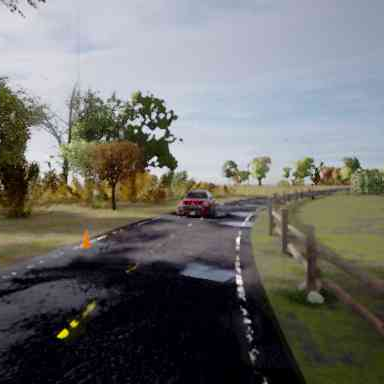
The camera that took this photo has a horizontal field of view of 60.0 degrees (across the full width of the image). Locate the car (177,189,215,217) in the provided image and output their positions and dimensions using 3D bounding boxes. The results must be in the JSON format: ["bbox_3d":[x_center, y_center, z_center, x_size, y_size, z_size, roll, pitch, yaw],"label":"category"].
[{"bbox_3d":[0.389,0.677,22.872,2.097,1.767,4.553,0,2,9],"label":"car"}]

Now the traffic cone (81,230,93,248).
[{"bbox_3d":[-3.697,1.625,11.647,0.340,0.580,0.340,0,2,8],"label":"traffic cone"}]
